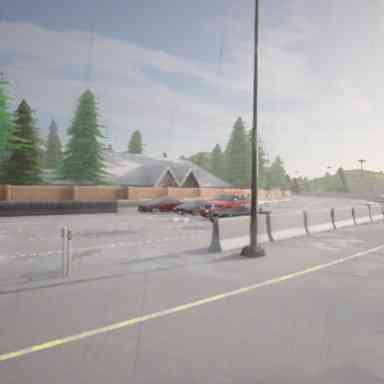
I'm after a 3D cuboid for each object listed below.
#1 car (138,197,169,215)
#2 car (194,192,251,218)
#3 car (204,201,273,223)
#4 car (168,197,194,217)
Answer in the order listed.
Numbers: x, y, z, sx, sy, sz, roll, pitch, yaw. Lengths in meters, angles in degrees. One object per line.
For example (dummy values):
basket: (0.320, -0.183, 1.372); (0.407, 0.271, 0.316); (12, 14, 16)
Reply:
car: (-2.692, 1.214, 30.626); (1.882, 1.535, 5.008); (1, 0, 44)
car: (3.019, 1.057, 26.433); (2.150, 2.045, 5.566); (1, 1, 44)
car: (3.257, 1.476, 21.663); (1.895, 1.301, 4.718); (1, 1, 45)
car: (0.813, 1.337, 29.178); (2.033, 1.411, 5.357); (1, 1, 43)
